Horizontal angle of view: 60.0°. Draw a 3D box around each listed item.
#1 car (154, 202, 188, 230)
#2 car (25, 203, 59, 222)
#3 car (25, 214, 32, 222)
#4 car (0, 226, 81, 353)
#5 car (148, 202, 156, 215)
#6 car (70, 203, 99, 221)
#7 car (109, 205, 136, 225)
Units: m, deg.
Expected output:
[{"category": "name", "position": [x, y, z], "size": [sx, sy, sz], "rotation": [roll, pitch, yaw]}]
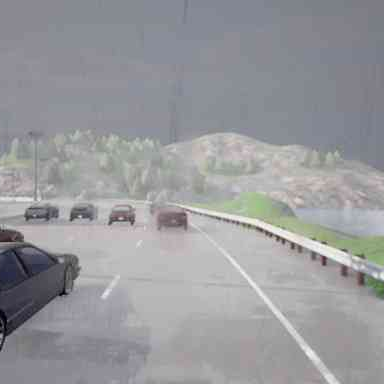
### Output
[{"category": "car", "position": [-1.418, 1.658, 22.417], "size": [1.882, 1.535, 5.008], "rotation": [0, -1, -7]}, {"category": "car", "position": [-12.945, 1.726, 28.951], "size": [2.128, 1.511, 4.902], "rotation": [0, 0, -9]}, {"category": "car", "position": [-7.402, 1.656, 11.215], "size": [1.994, 1.385, 4.181], "rotation": [0, 0, -4]}, {"category": "car", "position": [-3.567, 1.595, 5.726], "size": [2.033, 1.411, 5.357], "rotation": [0, 0, -2]}, {"category": "car", "position": [-3.856, 1.849, 37.615], "size": [2.033, 1.411, 5.357], "rotation": [0, 0, -11]}, {"category": "car", "position": [-9.461, 1.741, 29.339], "size": [1.837, 1.490, 4.892], "rotation": [0, 0, -9]}, {"category": "car", "position": [-5.428, 1.736, 26.091], "size": [1.812, 1.442, 4.674], "rotation": [0, 0, -8]}]
